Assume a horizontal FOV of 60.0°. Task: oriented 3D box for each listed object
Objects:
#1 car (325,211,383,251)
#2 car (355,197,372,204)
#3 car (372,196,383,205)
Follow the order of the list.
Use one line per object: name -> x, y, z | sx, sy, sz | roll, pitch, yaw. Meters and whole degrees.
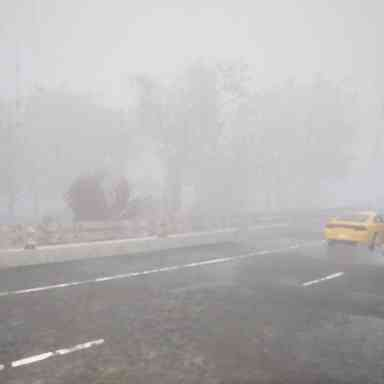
car -> 7.839, 1.618, 15.073 | 5.008, 1.535, 1.882 | 0, 0, -44
car -> 40.220, 2.260, 79.265 | 1.994, 1.385, 4.181 | 0, 0, 4
car -> 43.698, 1.951, 78.871 | 2.150, 2.045, 5.566 | 0, 0, 4
